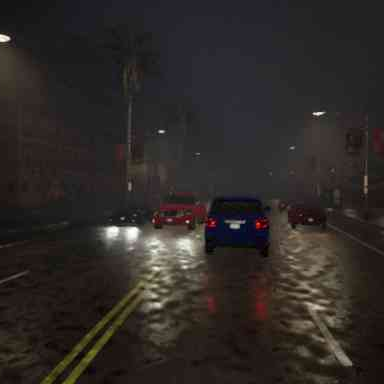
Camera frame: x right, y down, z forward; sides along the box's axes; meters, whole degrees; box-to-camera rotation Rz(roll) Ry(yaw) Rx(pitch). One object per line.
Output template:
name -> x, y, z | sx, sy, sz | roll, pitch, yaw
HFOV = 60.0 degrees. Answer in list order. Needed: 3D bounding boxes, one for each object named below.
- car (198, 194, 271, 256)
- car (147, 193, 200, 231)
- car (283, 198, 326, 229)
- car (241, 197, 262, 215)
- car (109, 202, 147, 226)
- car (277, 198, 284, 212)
car -> 1.835, 1.131, 12.914 | 2.150, 2.045, 5.566 | 0, 0, 11
car -> -0.579, 1.065, 19.685 | 2.150, 2.045, 5.566 | 0, 0, 12
car -> 7.006, 1.356, 20.667 | 1.882, 1.535, 5.008 | 0, 0, 12
car -> 5.782, 1.289, 31.895 | 1.837, 1.490, 4.892 | 0, 0, 12
car -> -3.729, 1.374, 21.697 | 1.994, 1.385, 4.181 | 0, 0, 12
car -> 9.950, 1.334, 34.714 | 2.033, 1.411, 5.357 | 0, 0, 12
